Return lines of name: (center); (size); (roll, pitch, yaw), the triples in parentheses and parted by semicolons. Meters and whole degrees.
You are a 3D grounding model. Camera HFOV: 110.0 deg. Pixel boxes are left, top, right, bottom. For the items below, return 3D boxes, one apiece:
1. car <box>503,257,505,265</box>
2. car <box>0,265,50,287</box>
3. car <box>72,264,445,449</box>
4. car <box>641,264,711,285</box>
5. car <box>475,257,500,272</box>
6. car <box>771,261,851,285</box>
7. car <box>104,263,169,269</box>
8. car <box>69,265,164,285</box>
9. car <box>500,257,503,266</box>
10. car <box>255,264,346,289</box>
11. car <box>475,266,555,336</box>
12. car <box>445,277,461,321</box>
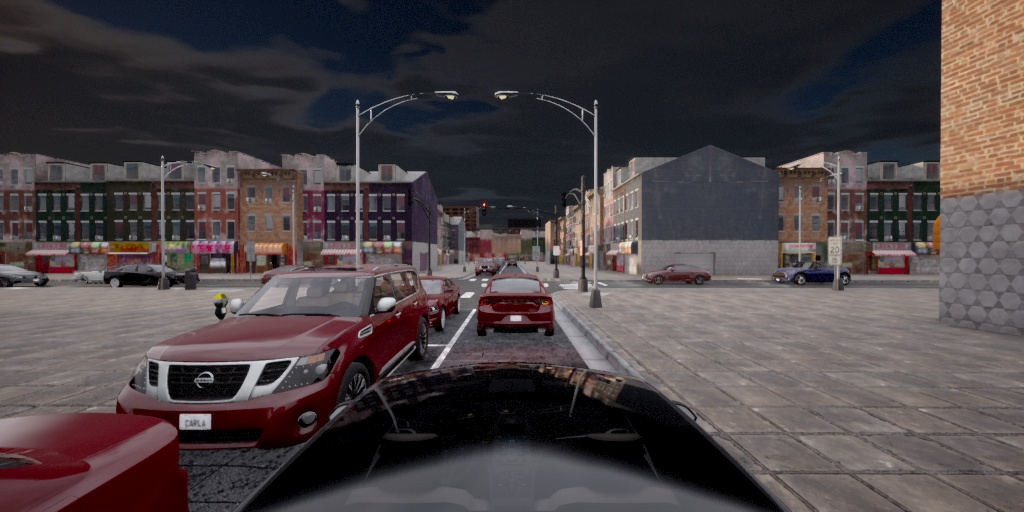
car: (-2.682, 1.337, 64.484); (2.007, 1.370, 4.403); (0, 0, 0)
car: (-32.609, 1.266, 22.820); (4.674, 1.442, 1.812); (0, 0, 0)
car: (-2.642, 1.064, 5.508); (2.192, 1.841, 5.009); (0, 0, 0)
car: (11.735, 1.284, 25.721); (4.674, 1.442, 1.812); (0, 0, 2)
car: (-2.663, 1.073, 37.351); (2.192, 1.841, 5.009); (0, 0, 0)
car: (21.308, 1.124, 25.711); (4.553, 1.767, 2.097); (0, 0, 0)
car: (-22.812, 1.222, 22.811); (5.008, 1.535, 1.882); (0, 0, 0)
car: (-28.288, 1.321, 25.766); (4.718, 1.301, 1.895); (0, 0, 0)
car: (-2.670, 1.081, 48.204); (2.192, 1.841, 5.009); (0, 0, 0)
car: (-13.354, 1.278, 22.837); (4.674, 1.442, 1.812); (0, 0, -1)
car: (0.090, 1.227, 10.405); (1.882, 1.535, 5.008); (0, 0, 0)
car: (-2.645, 1.294, 10.941); (1.888, 1.381, 4.507); (0, 0, 0)
